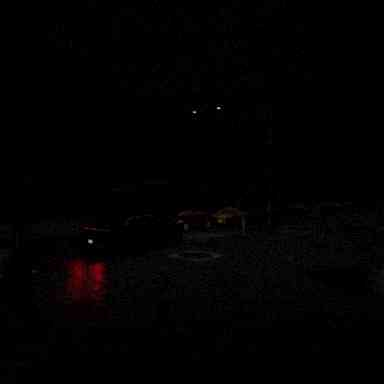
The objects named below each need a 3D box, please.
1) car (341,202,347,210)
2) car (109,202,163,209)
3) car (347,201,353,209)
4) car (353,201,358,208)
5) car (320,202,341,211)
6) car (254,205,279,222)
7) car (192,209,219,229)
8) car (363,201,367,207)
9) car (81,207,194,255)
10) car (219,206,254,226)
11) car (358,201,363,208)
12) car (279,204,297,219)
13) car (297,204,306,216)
[{"bbox_3d":[24.705,2.367,57.065,1.752,1.417,4.829,-1,-1,35],"label":"car"},{"bbox_3d":[-3.344,1.473,17.561,2.192,1.841,5.009,-1,-1,35],"label":"car"},{"bbox_3d":[27.931,2.485,61.608,1.947,1.339,4.313,-1,-1,35],"label":"car"},{"bbox_3d":[31.059,2.576,66.013,1.802,1.307,4.206,-1,-1,35],"label":"car"},{"bbox_3d":[21.676,2.319,52.798,2.008,1.369,4.403,-1,-1,35],"label":"car"},{"bbox_3d":[6.038,1.954,30.772,1.947,1.339,4.313,-1,-1,35],"label":"car"},{"bbox_3d":[-0.217,1.817,21.961,1.802,1.307,4.206,-1,-1,35],"label":"car"},{"bbox_3d":[40.440,2.789,79.228,1.947,1.339,4.313,-1,-1,35],"label":"car"},{"bbox_3d":[-2.336,1.634,14.232,2.128,1.511,4.902,0,-1,35],"label":"car"},{"bbox_3d":[2.812,1.835,26.229,1.752,1.417,4.829,-1,-1,35],"label":"car"},{"bbox_3d":[34.186,2.635,70.418,1.947,1.339,4.313,-1,-1,35],"label":"car"},{"bbox_3d":[9.166,2.031,35.177,1.947,1.339,4.313,-1,-1,35],"label":"car"},{"bbox_3d":[12.293,2.092,39.583,2.008,1.369,4.403,-1,-1,35],"label":"car"}]
